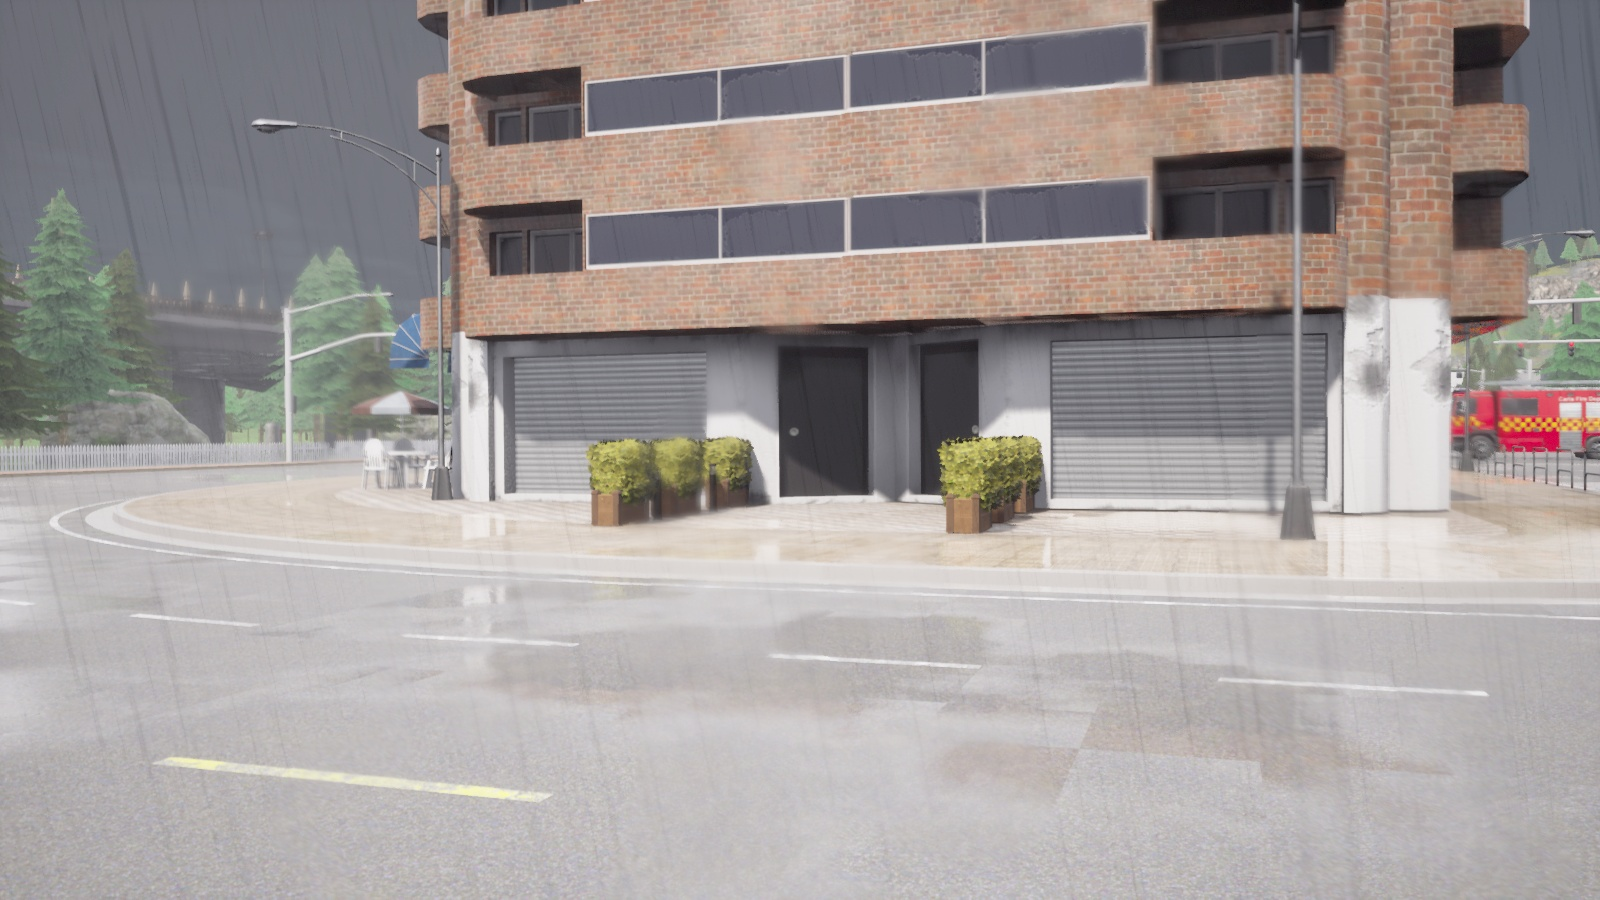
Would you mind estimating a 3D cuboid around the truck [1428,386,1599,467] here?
[{"bbox_3d":[35.897,-1.166,61.887,8.468,3.827,2.891,0,1,19],"label":"truck"}]
